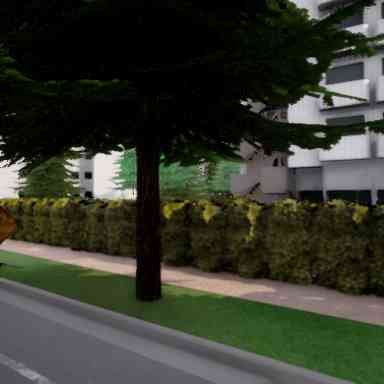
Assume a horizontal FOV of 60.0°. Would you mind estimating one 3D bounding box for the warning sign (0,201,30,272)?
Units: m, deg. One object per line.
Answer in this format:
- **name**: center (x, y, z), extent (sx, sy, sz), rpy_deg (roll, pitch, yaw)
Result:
- **warning sign**: center (-5.458, 1.211, 9.304), extent (1.060, 1.860, 1.300), rpy_deg (-1, 0, 37)
